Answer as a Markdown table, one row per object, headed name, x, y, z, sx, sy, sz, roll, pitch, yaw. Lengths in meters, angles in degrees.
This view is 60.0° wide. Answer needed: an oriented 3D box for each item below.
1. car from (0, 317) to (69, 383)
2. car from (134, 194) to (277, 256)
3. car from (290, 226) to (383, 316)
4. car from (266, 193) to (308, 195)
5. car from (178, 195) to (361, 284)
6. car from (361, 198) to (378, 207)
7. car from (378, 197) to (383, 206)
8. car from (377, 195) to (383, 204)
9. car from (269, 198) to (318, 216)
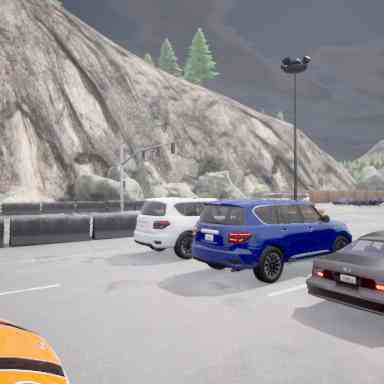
| name | x | y | z | sx | sy | sz | roll | pitch | yaw |
| --- | --- | --- | --- | --- | --- | --- | --- | --- | --- |
| car | -2.943 | 1.350 | 1.642 | 4.553 | 1.767 | 2.097 | 0 | 0 | -36 |
| car | 0.522 | 1.223 | 12.794 | 5.566 | 2.045 | 2.150 | 0 | 0 | -36 |
| car | 4.737 | 1.549 | 7.210 | 5.357 | 1.411 | 2.033 | 0 | 0 | -36 |
| car | 11.390 | 1.166 | 38.241 | 5.566 | 2.045 | 2.150 | 0 | 0 | -36 |
| car | 2.547 | 1.223 | 9.918 | 5.566 | 2.045 | 2.150 | 0 | 0 | -38 |
| car | 25.602 | 1.470 | 48.595 | 4.718 | 1.301 | 1.895 | 0 | 0 | -36 |
| car | 28.618 | 1.356 | 46.463 | 4.902 | 1.511 | 2.128 | 0 | 0 | -36 |
| car | 35.710 | 1.333 | 60.182 | 4.902 | 1.511 | 2.128 | 0 | 0 | -36 |
| car | 10.083 | 1.452 | 32.956 | 4.902 | 1.511 | 2.128 | 0 | 0 | -36 |
